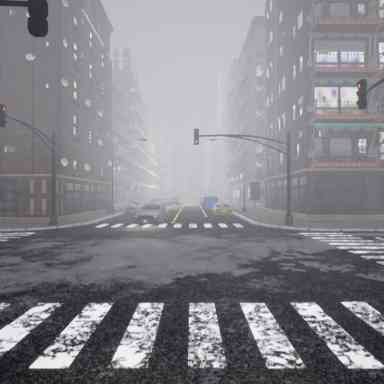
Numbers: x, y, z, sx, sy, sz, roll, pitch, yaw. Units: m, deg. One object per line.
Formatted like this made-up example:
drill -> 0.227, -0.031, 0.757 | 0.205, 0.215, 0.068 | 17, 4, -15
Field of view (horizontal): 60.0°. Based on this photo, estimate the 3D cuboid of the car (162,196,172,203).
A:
car -> -5.399, 1.613, 72.212 | 2.008, 1.369, 4.403 | 1, 0, 0

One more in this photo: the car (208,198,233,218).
car -> 2.665, 1.538, 30.162 | 1.752, 1.417, 4.829 | 1, 0, 0

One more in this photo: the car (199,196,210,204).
car -> 2.488, 1.604, 66.618 | 2.008, 1.369, 4.403 | 1, 0, 0

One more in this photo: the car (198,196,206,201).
car -> 2.466, 1.627, 83.586 | 1.887, 1.381, 4.507 | 1, 0, 0

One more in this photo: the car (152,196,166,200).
car -> -5.371, 1.614, 49.581 | 1.802, 1.307, 4.206 | 1, 0, 0

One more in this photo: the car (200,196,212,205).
car -> 2.497, 1.486, 60.962 | 1.967, 1.590, 4.097 | 1, 0, 0

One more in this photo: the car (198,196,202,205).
car -> 2.513, 1.347, 49.649 | 2.192, 1.841, 5.009 | 1, 0, 0

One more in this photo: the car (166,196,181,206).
car -> -2.820, 1.526, 54.773 | 2.033, 1.411, 5.357 | 0, 0, 0

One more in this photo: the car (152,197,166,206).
car -> -5.377, 1.564, 55.069 | 1.752, 1.417, 4.829 | 1, 0, 0

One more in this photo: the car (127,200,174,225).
car -> -2.899, 1.557, 24.708 | 2.033, 1.411, 5.357 | 0, 0, 5

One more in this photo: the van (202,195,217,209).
van -> 2.552, 1.366, 43.996 | 1.690, 1.788, 3.998 | 1, 0, 0

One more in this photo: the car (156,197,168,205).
car -> -5.385, 1.627, 60.896 | 1.802, 1.307, 4.206 | 1, 0, 0

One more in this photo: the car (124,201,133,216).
car -> -5.478, 1.565, 32.607 | 2.008, 1.369, 4.403 | 1, 0, 0
